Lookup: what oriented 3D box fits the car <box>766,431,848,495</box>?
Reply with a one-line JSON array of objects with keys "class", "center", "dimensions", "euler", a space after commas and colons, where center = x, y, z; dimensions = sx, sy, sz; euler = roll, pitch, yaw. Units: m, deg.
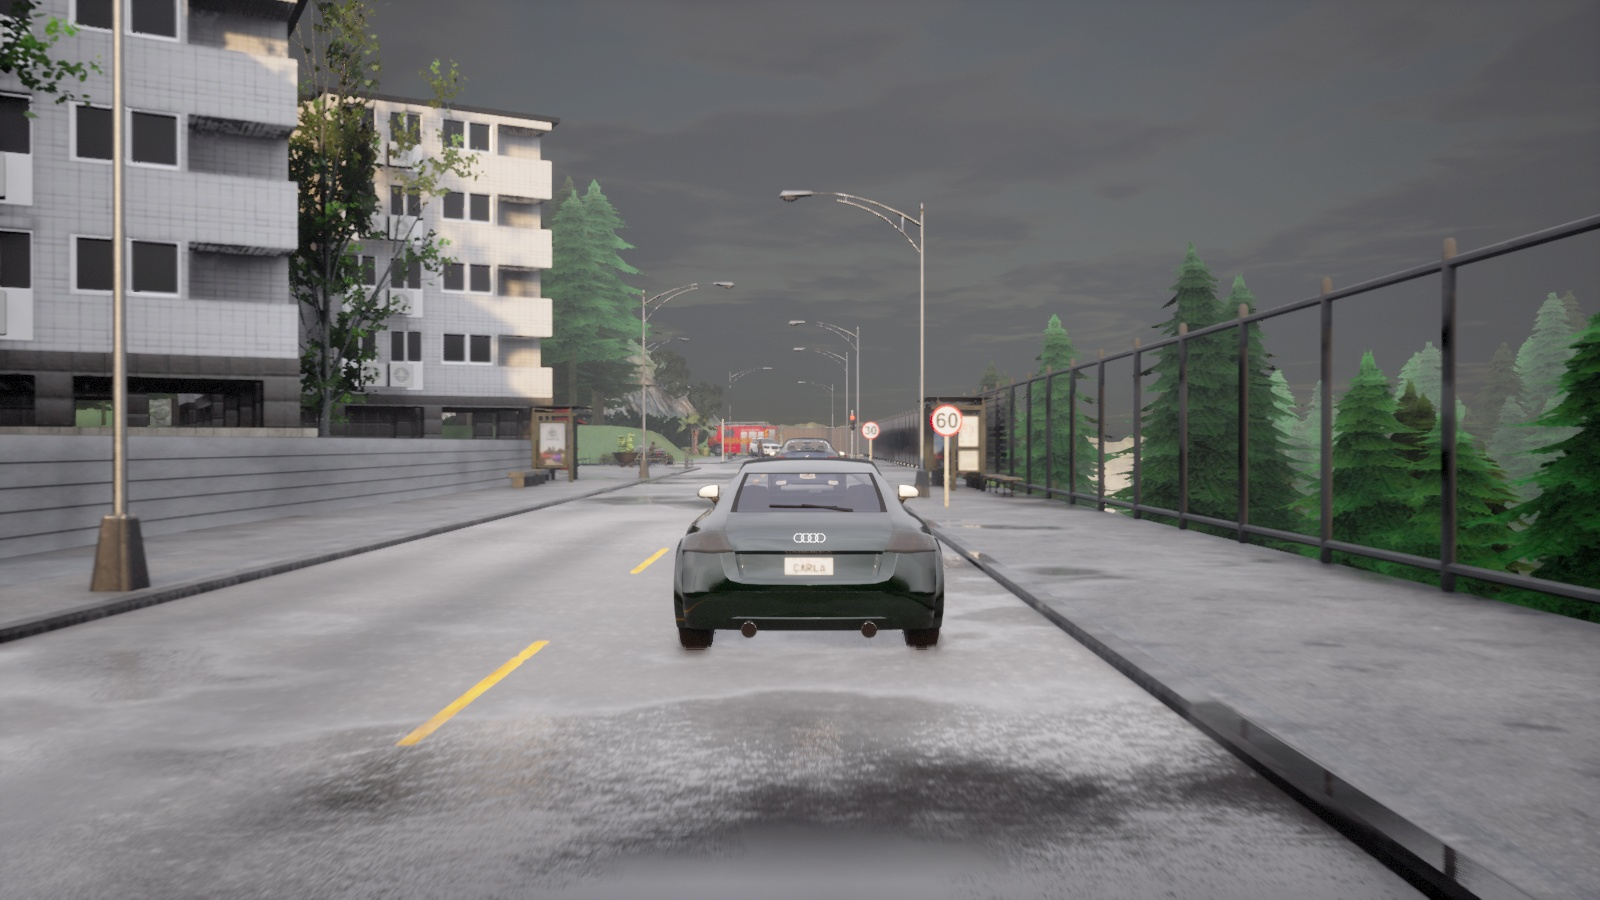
[{"class": "car", "center": [0.204, 0.326, 35.379], "dimensions": [2.152, 1.651, 5.027], "euler": [0, 0, 0]}]

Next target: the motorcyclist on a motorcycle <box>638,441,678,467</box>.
[{"class": "motorcyclist on a motorcycle", "center": [-8.960, 0.244, 79.141], "dimensions": [2.350, 1.649, 0.766], "euler": [0, 1, 12]}]

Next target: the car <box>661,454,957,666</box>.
[{"class": "car", "center": [0.072, 0.751, 10.581], "dimensions": [1.994, 1.385, 4.181], "euler": [0, 0, 0]}]
